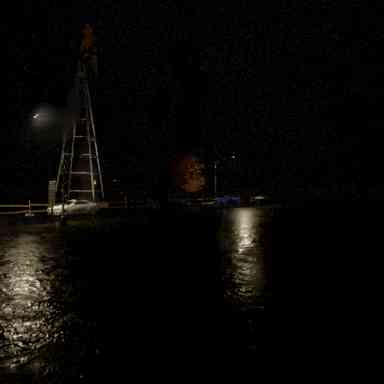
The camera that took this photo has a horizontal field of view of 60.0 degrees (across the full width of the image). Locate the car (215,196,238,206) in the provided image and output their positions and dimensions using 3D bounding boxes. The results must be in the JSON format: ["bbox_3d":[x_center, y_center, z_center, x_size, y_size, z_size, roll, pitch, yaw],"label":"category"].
[{"bbox_3d":[5.371,1.339,50.773,1.812,1.442,4.674,1,1,39],"label":"car"}]

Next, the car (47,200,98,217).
[{"bbox_3d":[-10.692,1.425,30.080,1.812,1.442,4.674,1,1,37],"label":"car"}]

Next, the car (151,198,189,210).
[{"bbox_3d":[-2.562,1.402,40.686,2.033,1.411,5.357,1,1,38],"label":"car"}]

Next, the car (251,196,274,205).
[{"bbox_3d":[11.415,1.380,53.755,2.033,1.411,5.357,1,1,38],"label":"car"}]
